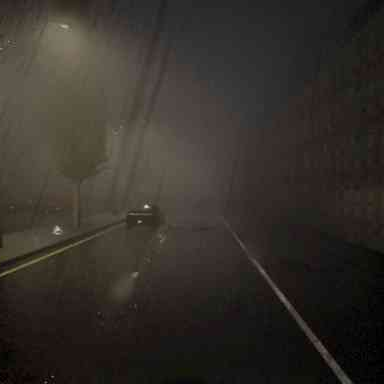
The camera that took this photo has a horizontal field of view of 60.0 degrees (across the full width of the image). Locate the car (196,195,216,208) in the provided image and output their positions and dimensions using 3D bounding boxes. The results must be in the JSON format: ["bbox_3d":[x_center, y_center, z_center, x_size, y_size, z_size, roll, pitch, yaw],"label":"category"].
[{"bbox_3d":[2.002,1.230,45.980,2.097,1.767,4.553,0,3,13],"label":"car"}]

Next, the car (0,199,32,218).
[{"bbox_3d":[-14.251,1.259,27.205,1.895,1.301,4.718,0,0,2],"label":"car"}]

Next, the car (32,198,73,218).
[{"bbox_3d":[-10.751,1.210,27.134,1.812,1.442,4.674,0,0,2],"label":"car"}]

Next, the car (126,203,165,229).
[{"bbox_3d":[-2.830,1.446,20.904,2.128,1.511,4.902,0,0,2],"label":"car"}]
